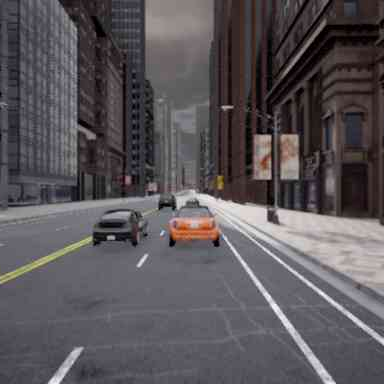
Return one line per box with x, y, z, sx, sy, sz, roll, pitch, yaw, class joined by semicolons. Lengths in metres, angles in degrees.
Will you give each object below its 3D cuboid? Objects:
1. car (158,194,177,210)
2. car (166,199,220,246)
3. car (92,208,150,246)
-3.154;1.275;43.732;2.150;2.045;5.566;0;0;0;car
0.099;1.364;15.467;2.097;1.767;4.553;0;0;0;car
-3.149;1.520;15.343;1.837;1.490;4.892;0;0;0;car
